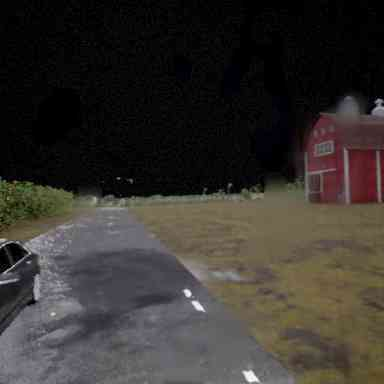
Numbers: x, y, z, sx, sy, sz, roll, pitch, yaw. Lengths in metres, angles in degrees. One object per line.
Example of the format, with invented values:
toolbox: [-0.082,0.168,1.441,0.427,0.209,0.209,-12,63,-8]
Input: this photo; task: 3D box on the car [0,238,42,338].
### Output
car: [-3.849,1.613,5.481,1.837,1.490,4.892,-1,-1,-13]
